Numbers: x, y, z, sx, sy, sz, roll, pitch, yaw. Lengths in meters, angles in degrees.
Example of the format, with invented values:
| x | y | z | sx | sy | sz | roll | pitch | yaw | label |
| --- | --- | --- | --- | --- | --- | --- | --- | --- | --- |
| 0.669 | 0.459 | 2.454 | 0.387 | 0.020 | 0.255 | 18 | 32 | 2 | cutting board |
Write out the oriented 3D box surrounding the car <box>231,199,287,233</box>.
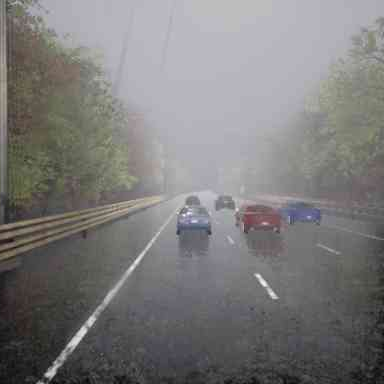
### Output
| x | y | z | sx | sy | sz | roll | pitch | yaw | label |
| --- | --- | --- | --- | --- | --- | --- | --- | --- | --- |
| 3.600 | 1.381 | 18.914 | 1.882 | 1.535 | 5.008 | 0 | 0 | 0 | car |

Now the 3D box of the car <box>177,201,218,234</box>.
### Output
| x | y | z | sx | sy | sz | roll | pitch | yaw | label |
| --- | --- | --- | --- | --- | --- | --- | --- | --- | --- |
| 0.102 | 1.453 | 18.629 | 2.033 | 1.411 | 5.357 | 0 | 0 | 0 | car |

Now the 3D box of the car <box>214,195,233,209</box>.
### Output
| x | y | z | sx | sy | sz | roll | pitch | yaw | label |
| --- | --- | --- | --- | --- | --- | --- | --- | --- | --- |
| 3.601 | 1.118 | 37.741 | 2.097 | 1.767 | 4.553 | 0 | 0 | 0 | car |

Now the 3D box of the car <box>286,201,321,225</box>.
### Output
| x | y | z | sx | sy | sz | roll | pitch | yaw | label |
| --- | --- | --- | --- | --- | --- | --- | --- | --- | --- |
| 7.102 | 1.353 | 22.688 | 1.882 | 1.535 | 5.008 | 0 | 0 | 0 | car |

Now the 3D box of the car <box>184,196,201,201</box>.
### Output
| x | y | z | sx | sy | sz | roll | pitch | yaw | label |
| --- | --- | --- | --- | --- | --- | --- | --- | --- | --- |
| 0.102 | 1.236 | 42.598 | 1.837 | 1.490 | 4.892 | 0 | 0 | 0 | car |
